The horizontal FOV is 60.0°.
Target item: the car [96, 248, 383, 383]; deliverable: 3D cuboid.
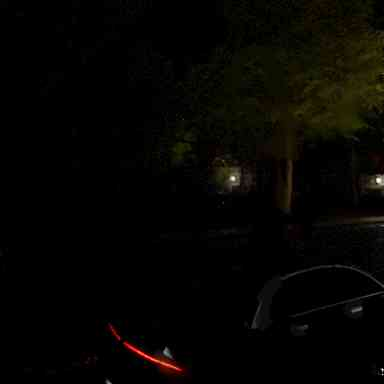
[{"bbox_3d":[1.269,1.510,4.346,4.892,1.490,1.837,0,0,-35],"label":"car"}]
